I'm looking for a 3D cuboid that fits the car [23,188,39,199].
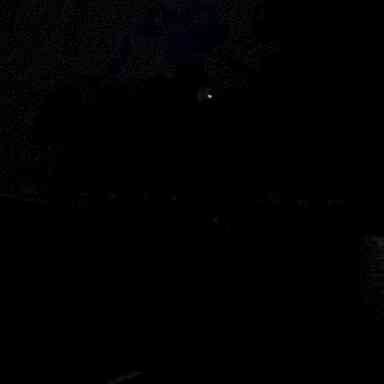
[{"bbox_3d":[-31.293,0.304,64.406,2.150,2.045,5.566,-1,1,-36],"label":"car"}]
